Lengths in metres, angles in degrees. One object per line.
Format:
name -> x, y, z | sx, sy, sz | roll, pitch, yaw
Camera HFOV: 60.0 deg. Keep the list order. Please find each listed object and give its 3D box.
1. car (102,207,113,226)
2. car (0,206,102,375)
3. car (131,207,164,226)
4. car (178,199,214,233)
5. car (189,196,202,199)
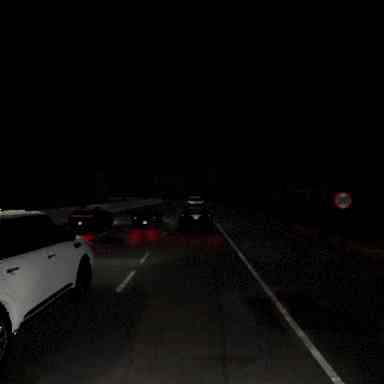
car -> -6.727, 1.689, 22.500 | 2.128, 1.511, 4.902 | 0, 0, 1
car -> -3.383, 1.273, 5.440 | 2.150, 2.045, 5.566 | 0, 0, 0
car -> -3.202, 1.815, 25.004 | 1.895, 1.301, 4.718 | 0, 0, 1
car -> 0.262, 1.530, 21.365 | 2.097, 1.767, 4.553 | 0, -1, 1
car -> 0.484, 1.585, 43.360 | 2.150, 2.045, 5.566 | 0, 0, 1
